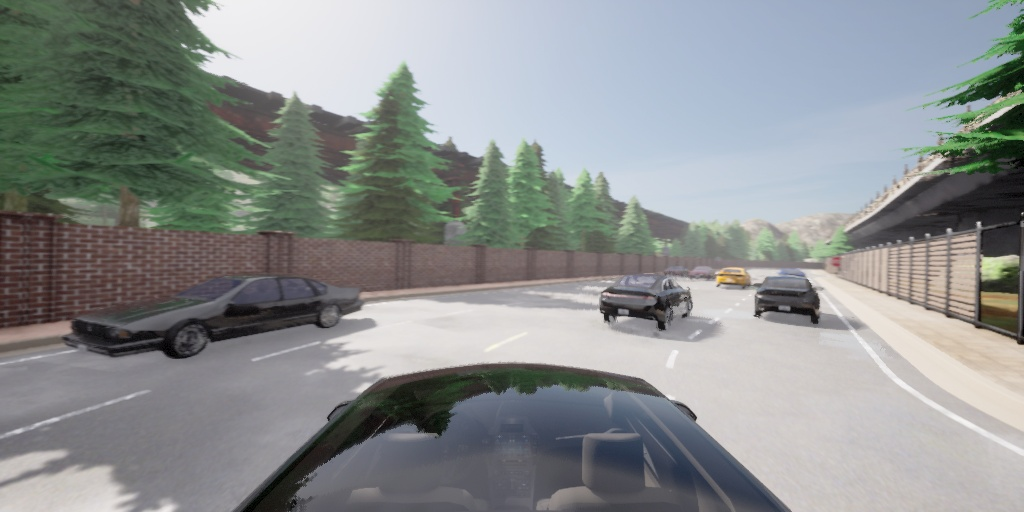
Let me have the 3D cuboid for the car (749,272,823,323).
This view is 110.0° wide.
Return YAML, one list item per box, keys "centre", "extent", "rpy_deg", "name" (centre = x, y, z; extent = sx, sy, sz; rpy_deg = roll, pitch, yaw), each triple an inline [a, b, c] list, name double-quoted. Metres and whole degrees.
- centre: [10.557, 1.523, 13.808]
  extent: [1.837, 1.490, 4.892]
  rpy_deg: [1, 0, 38]
  name: "car"

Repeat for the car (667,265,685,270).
- centre: [19.273, 1.785, 42.044]
  extent: [1.994, 1.385, 4.181]
  rpy_deg: [2, 0, 39]
  name: "car"

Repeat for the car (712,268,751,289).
- centre: [17.512, 1.666, 28.238]
  extent: [1.882, 1.535, 5.008]
  rpy_deg: [2, 0, 38]
  name: "car"

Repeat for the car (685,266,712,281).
- centre: [19.599, 1.761, 36.835]
  extent: [1.812, 1.442, 4.674]
  rpy_deg: [2, 0, 39]
  name: "car"

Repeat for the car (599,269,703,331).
- centre: [4.499, 1.351, 11.706]
  extent: [2.128, 1.511, 4.902]
  rpy_deg: [1, 0, 37]
  name: "car"

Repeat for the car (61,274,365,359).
- centre: [-5.974, 1.133, 8.286]
  extent: [2.033, 1.411, 5.357]
  rpy_deg: [1, 0, 22]
  name: "car"

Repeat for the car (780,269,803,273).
- centre: [23.626, 1.826, 30.326]
  extent: [1.882, 1.535, 5.008]
  rpy_deg: [2, 0, 38]
  name: "car"
